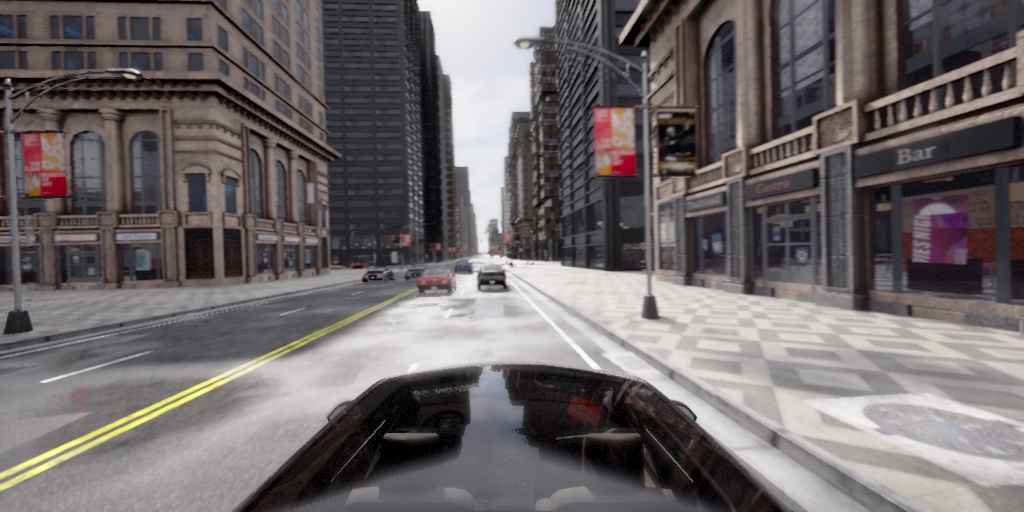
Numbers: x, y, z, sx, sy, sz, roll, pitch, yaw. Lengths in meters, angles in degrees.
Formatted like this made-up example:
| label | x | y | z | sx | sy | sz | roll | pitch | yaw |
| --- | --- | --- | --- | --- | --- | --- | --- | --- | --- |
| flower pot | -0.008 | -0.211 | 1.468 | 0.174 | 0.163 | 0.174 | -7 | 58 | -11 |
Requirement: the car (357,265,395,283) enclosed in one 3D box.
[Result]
| label | x | y | z | sx | sy | sz | roll | pitch | yaw |
| --- | --- | --- | --- | --- | --- | --- | --- | --- | --- |
| car | -11.917 | 1.664 | 32.274 | 1.994 | 1.385 | 4.181 | -2 | 0 | -4 |

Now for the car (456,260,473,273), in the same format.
| label | x | y | z | sx | sy | sz | roll | pitch | yaw |
| --- | --- | --- | --- | --- | --- | --- | --- | --- | --- |
| car | -6.275 | 1.299 | 46.867 | 2.097 | 1.767 | 4.553 | -2 | 0 | -4 |

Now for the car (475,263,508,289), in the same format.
| label | x | y | z | sx | sy | sz | roll | pitch | yaw |
| --- | --- | --- | --- | --- | --- | --- | --- | --- | --- |
| car | -1.326 | 1.303 | 23.526 | 1.837 | 1.490 | 4.892 | -2 | 0 | -4 |

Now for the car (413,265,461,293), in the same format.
| label | x | y | z | sx | sy | sz | roll | pitch | yaw |
| --- | --- | --- | --- | --- | --- | --- | --- | --- | --- |
| car | -4.458 | 1.485 | 21.938 | 1.895 | 1.301 | 4.718 | -2 | 0 | -4 |

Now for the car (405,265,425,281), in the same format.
| label | x | y | z | sx | sy | sz | roll | pitch | yaw |
| --- | --- | --- | --- | --- | --- | --- | --- | --- | --- |
| car | -8.777 | 1.576 | 33.927 | 1.994 | 1.385 | 4.181 | -2 | 0 | -4 |
